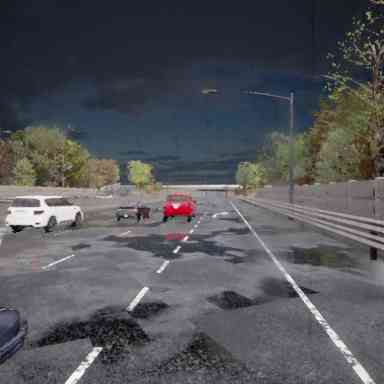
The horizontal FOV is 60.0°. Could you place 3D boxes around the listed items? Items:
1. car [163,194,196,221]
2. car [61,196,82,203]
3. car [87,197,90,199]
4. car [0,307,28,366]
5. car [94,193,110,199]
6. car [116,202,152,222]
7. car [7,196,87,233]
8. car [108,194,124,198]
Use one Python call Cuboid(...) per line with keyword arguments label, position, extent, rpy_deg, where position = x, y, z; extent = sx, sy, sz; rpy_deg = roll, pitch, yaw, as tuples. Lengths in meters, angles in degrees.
Cuboid(label="car", position=(-0.935, 1.215, 26.951), extent=(2.150, 2.045, 5.566), rpy_deg=(0, -1, 5))
Cuboid(label="car", position=(-25.172, 1.586, 69.849), extent=(2.033, 1.411, 5.357), rpy_deg=(0, 0, 5))
Cuboid(label="car", position=(-21.996, 1.564, 66.205), extent=(2.128, 1.511, 4.902), rpy_deg=(0, 0, 5))
Cuboid(label="car", position=(-3.271, 1.547, 1.898), extent=(2.033, 1.411, 5.357), rpy_deg=(0, 0, 5))
Cuboid(label="car", position=(-18.282, 1.269, 68.341), extent=(2.150, 2.045, 5.566), rpy_deg=(0, 0, 5))
Cuboid(label="car", position=(-4.515, 1.493, 26.353), extent=(2.128, 1.511, 4.902), rpy_deg=(0, 0, 6))
Cuboid(label="car", position=(-8.621, 1.224, 19.980), extent=(2.150, 2.045, 5.566), rpy_deg=(0, 0, 5))
Cuboid(label="car", position=(-14.794, 1.569, 68.046), extent=(2.128, 1.511, 4.902), rpy_deg=(0, 0, 5))
